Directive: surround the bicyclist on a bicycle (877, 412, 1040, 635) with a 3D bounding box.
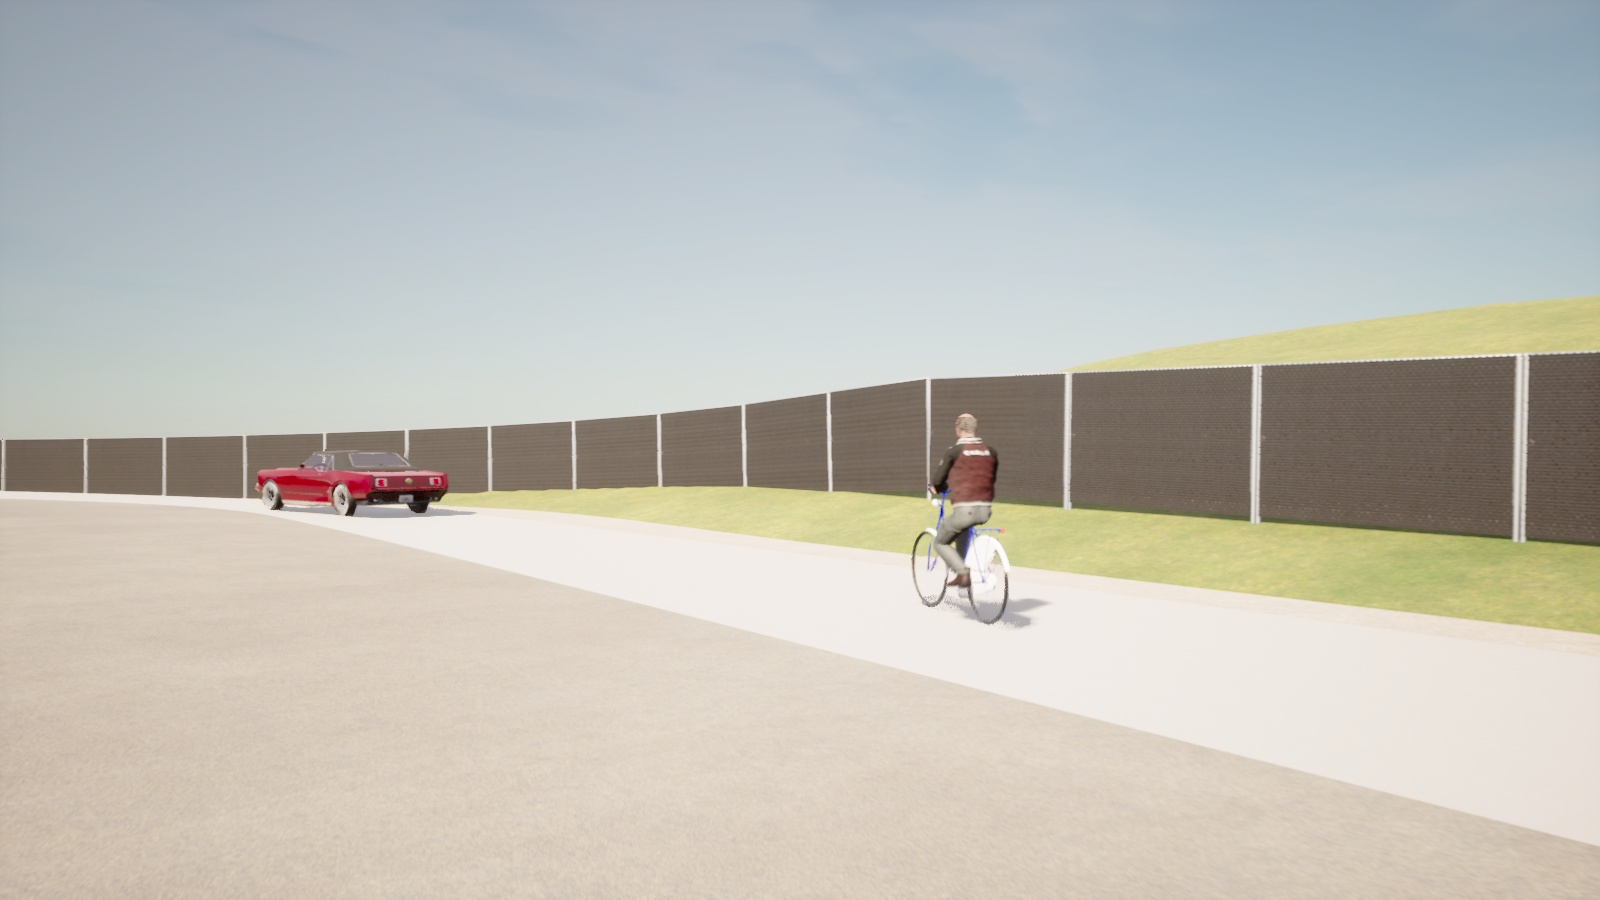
[{"bbox_3d":[1.332,0.575,10.953,0.659,1.776,1.843,0,1,-19],"label":"bicyclist on a bicycle"}]

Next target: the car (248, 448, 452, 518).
[{"bbox_3d":[-9.449,0.637,26.156,4.718,1.301,1.895,1,0,40],"label":"car"}]
